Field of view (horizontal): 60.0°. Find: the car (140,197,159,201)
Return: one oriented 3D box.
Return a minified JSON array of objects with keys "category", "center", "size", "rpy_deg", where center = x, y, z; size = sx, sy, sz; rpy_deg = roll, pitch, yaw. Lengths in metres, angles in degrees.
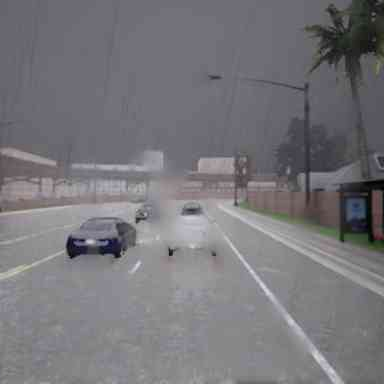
[{"category":"car","center":[-8.495,1.779,69.887],"size":[2.128,1.511,4.902],"rpy_deg":[0,0,14]}]

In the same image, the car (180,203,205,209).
[{"category":"car","center":[0.022,1.692,28.435],"size":[1.837,1.490,4.892],"rpy_deg":[0,1,0]}]

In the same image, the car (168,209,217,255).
[{"category":"car","center":[0.022,1.657,13.855],"size":[1.812,1.442,4.674],"rpy_deg":[0,0,0]}]

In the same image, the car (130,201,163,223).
[{"category":"car","center":[-3.487,1.735,27.478],"size":[2.033,1.411,5.357],"rpy_deg":[0,0,0]}]

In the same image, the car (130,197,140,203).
[{"category":"car","center":[-11.691,1.779,71.443],"size":[1.837,1.490,4.892],"rpy_deg":[0,0,14]}]

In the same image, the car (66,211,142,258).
[{"category":"car","center":[-3.479,1.697,13.472],"size":[1.994,1.385,4.181],"rpy_deg":[0,0,0]}]
